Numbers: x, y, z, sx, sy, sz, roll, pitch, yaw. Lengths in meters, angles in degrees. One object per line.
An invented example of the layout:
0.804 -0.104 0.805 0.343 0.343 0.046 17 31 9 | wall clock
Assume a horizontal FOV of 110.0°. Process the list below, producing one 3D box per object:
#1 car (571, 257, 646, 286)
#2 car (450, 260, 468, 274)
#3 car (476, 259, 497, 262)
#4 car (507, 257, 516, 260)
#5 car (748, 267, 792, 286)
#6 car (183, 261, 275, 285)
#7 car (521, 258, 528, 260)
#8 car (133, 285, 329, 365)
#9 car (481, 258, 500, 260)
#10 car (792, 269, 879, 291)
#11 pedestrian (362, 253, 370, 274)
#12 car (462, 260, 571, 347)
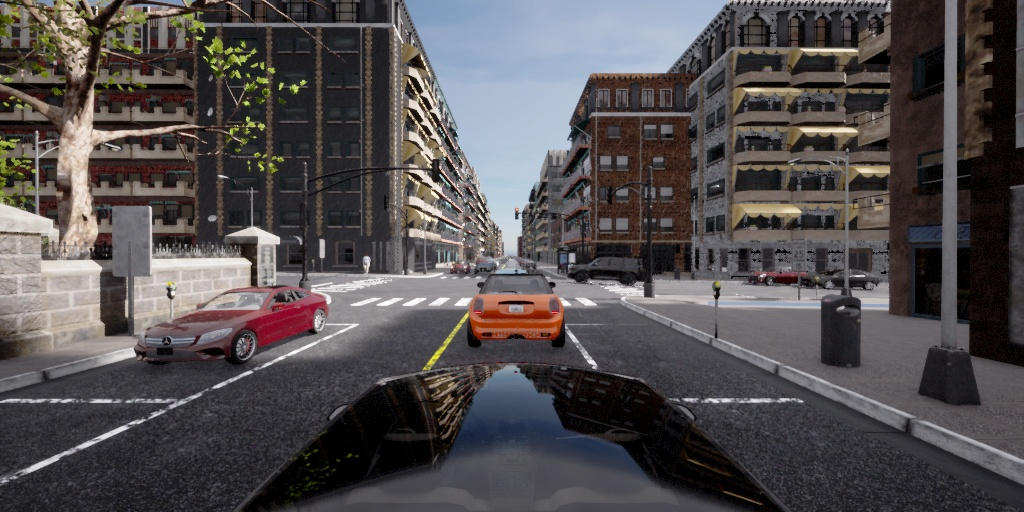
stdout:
7.008 1.082 26.699 5.566 2.045 2.150 2 1 9 | car
-5.741 1.187 40.391 1.967 1.591 4.097 0 0 0 | car
-3.145 1.312 40.988 1.994 1.385 4.181 0 0 0 | car
0.031 1.273 51.699 1.812 1.442 4.674 0 0 0 | car
21.344 1.571 28.864 4.097 1.591 1.967 0 0 -1 | car
-17.676 1.035 22.575 4.181 1.385 1.994 1 0 -1 | car
2.624 1.298 51.674 2.007 1.370 4.403 0 0 0 | car
-5.697 1.331 7.980 1.802 1.307 4.207 0 0 0 | car
-3.153 1.312 49.962 1.994 1.385 4.181 0 0 0 | car
23.958 1.695 26.336 4.892 1.490 1.837 1 0 -1 | car
-12.752 0.651 31.374 0.375 1.860 0.375 0 -1 -1 | pedestrian
0.117 1.101 9.490 2.097 1.767 4.553 0 0 1 | car
